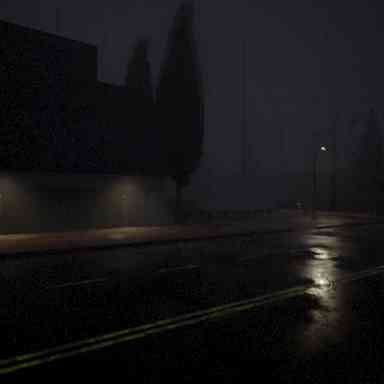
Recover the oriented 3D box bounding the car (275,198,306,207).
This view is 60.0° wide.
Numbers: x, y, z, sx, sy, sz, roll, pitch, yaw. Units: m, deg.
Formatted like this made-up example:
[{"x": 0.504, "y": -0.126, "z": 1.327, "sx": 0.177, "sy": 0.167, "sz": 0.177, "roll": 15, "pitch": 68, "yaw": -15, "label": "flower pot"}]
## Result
[{"x": 14.026, "y": 1.563, "z": 47.469, "sx": 2.097, "sy": 1.767, "sz": 4.553, "roll": 1, "pitch": 0, "yaw": -40, "label": "car"}]
